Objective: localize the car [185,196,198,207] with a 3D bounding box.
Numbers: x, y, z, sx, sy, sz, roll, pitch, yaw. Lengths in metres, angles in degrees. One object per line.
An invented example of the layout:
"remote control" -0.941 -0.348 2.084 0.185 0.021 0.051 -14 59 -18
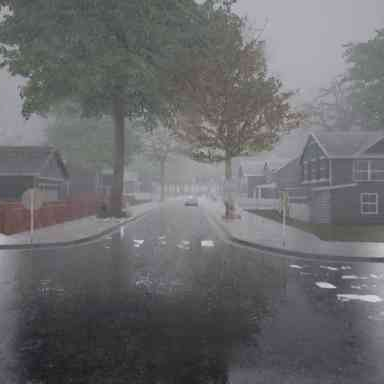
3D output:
"car" -0.139 1.578 52.256 1.994 1.385 4.181 0 0 0

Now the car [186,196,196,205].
"car" -0.166 1.541 62.262 1.812 1.442 4.674 0 0 0
